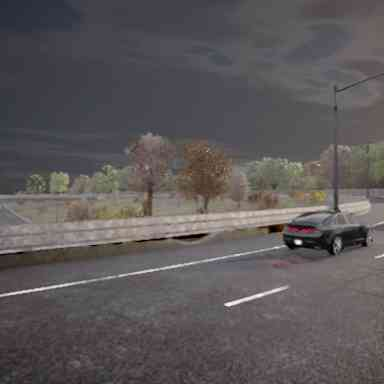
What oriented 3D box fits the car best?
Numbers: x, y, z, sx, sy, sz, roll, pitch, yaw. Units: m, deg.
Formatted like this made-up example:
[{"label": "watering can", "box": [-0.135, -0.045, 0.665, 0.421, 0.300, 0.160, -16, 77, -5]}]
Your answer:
[{"label": "car", "box": [5.526, 1.514, 13.261, 4.892, 1.490, 1.837, 0, 0, -42]}]
